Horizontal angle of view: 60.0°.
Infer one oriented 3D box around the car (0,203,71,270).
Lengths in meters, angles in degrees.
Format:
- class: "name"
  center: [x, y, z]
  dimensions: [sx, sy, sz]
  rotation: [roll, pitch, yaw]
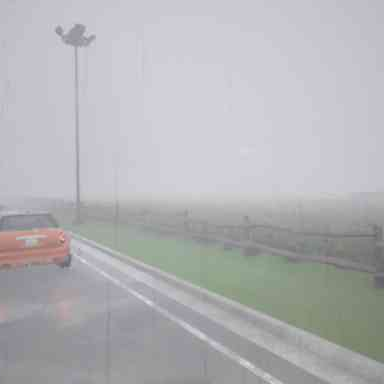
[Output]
- class: "car"
  center: [-5.329, 1.322, 10.439]
  dimensions: [2.097, 1.767, 4.553]
  rotation: [-1, 1, -33]
